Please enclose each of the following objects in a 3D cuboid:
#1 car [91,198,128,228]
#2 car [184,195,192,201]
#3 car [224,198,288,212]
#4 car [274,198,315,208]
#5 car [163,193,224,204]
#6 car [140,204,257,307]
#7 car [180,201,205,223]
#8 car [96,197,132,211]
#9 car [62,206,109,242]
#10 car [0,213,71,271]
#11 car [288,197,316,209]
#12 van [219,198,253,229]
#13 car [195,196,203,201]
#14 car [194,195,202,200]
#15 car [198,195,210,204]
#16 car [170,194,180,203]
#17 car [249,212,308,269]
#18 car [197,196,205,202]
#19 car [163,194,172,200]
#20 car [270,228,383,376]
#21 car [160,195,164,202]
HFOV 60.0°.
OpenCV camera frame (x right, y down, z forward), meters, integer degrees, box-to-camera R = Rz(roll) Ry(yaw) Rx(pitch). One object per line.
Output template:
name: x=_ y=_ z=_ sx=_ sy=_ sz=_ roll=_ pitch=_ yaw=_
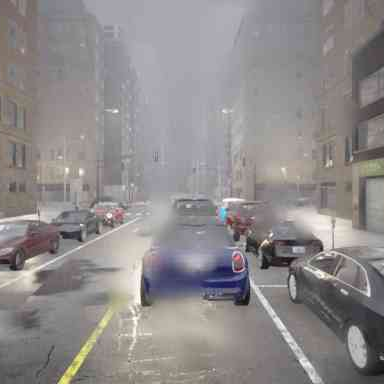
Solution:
car: x=-5.737 y=1.440 z=21.905 sx=1.967 sy=1.590 sz=4.097 roll=0 pitch=0 yaw=0
car: x=-1.141 y=1.614 z=91.061 sx=1.994 sy=1.385 sz=4.181 roll=0 pitch=0 yaw=-1
car: x=2.808 y=1.315 z=16.416 sx=2.192 sy=1.841 sz=5.009 roll=0 pitch=0 yaw=0
car: x=15.024 y=1.540 z=48.788 sx=5.357 sy=1.411 sz=2.033 roll=0 pitch=0 yaw=-1
car: x=0.050 y=1.222 z=15.528 sx=2.150 sy=2.045 sz=5.566 roll=0 pitch=0 yaw=0
car: x=0.027 y=1.352 z=8.169 sx=2.097 sy=1.767 sz=4.553 roll=0 pitch=0 yaw=-1
car: x=0.012 y=1.526 z=26.094 sx=1.812 sy=1.442 sz=4.674 roll=0 pitch=0 yaw=-1
car: x=-9.182 y=1.353 z=37.868 sx=4.553 sy=1.767 sz=2.097 roll=0 pitch=0 yaw=10
car: x=-5.718 y=1.566 z=16.380 sx=1.947 sy=1.339 sz=4.313 roll=0 pitch=0 yaw=0
car: x=-5.700 y=1.582 z=10.855 sx=1.802 sy=1.307 sz=4.206 roll=0 pitch=0 yaw=0
car: x=14.891 y=1.480 z=45.537 sx=4.902 sy=1.511 sz=2.128 roll=0 pitch=0 yaw=-1
van: x=2.789 y=1.341 z=21.939 sx=1.690 sy=1.788 sz=3.998 roll=0 pitch=0 yaw=0
car: x=1.783 y=1.638 z=88.437 sx=1.802 sy=1.307 sz=4.206 roll=0 pitch=0 yaw=-1
car: x=1.639 y=1.619 z=94.090 sx=1.887 sy=1.381 sz=4.507 roll=0 pitch=0 yaw=-1
car: x=2.356 y=1.466 z=65.828 sx=1.967 sy=1.590 sz=4.097 roll=0 pitch=0 yaw=-1
car: x=-3.646 y=1.388 z=71.401 sx=2.097 sy=1.767 sz=4.553 roll=0 pitch=0 yaw=-1
car: x=2.826 y=1.566 z=10.892 sx=1.947 sy=1.339 sz=4.313 roll=0 pitch=0 yaw=0
car: x=2.070 y=1.620 z=77.134 sx=1.802 sy=1.307 sz=4.206 roll=0 pitch=0 yaw=-1
car: x=-6.884 y=1.389 z=93.887 sx=2.192 sy=1.841 sz=5.009 roll=0 pitch=0 yaw=-1
car: x=2.845 y=1.551 z=5.368 sx=2.008 sy=1.369 sz=4.403 roll=0 pitch=0 yaw=0
car: x=-6.453 y=1.478 z=76.927 sx=1.967 sy=1.590 sz=4.097 roll=0 pitch=0 yaw=-1
